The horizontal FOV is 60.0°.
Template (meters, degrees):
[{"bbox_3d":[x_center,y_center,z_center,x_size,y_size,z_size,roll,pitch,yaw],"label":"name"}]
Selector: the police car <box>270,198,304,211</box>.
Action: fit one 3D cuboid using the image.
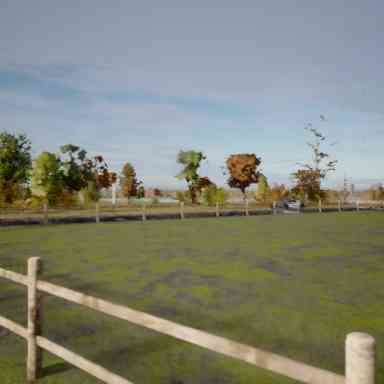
[{"bbox_3d":[12.140,1.597,42.803,4.974,1.542,2.038,0,0,-32],"label":"police car"}]
